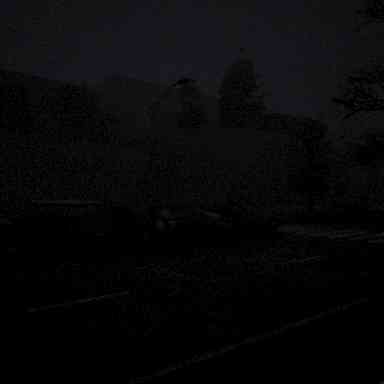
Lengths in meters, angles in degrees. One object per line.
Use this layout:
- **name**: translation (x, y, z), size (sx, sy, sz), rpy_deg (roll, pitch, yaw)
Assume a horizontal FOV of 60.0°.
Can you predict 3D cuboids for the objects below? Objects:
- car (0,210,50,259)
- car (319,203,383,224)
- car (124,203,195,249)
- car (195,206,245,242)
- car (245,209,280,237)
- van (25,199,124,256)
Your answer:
- **car**: translation (-7.377, 1.498, 11.321), size (4.892, 1.521, 2.231), rpy_deg (-1, -1, 35)
- **car**: translation (12.197, 1.567, 25.159), size (4.792, 1.488, 2.163), rpy_deg (-1, -1, 35)
- **car**: translation (-2.488, 1.381, 14.756), size (4.553, 1.767, 2.185), rpy_deg (-1, -1, 35)
- **car**: translation (-0.076, 1.552, 16.493), size (4.674, 1.452, 2.002), rpy_deg (-1, -1, 35)
- **car**: translation (2.399, 1.547, 18.220), size (4.792, 1.488, 2.163), rpy_deg (-1, -1, 35)
- **van**: translation (-5.045, 1.278, 13.116), size (4.442, 1.987, 1.878), rpy_deg (-1, -1, 35)
